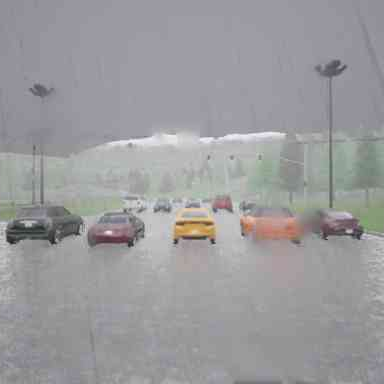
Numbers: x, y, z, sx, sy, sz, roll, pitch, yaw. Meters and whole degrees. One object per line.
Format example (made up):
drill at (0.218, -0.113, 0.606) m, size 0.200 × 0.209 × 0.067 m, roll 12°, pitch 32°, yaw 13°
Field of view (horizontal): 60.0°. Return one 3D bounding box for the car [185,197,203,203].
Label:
car at (0.102, 1.718, 42.078) m, size 1.812 × 1.442 × 4.674 m, roll 0°, pitch 0°, yaw 0°

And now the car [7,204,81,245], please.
car at (-6.893, 1.427, 16.168) m, size 2.097 × 1.767 × 4.553 m, roll 0°, pitch 0°, yaw 0°

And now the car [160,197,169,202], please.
car at (-6.966, 1.895, 86.051) m, size 1.994 × 1.385 × 4.181 m, roll 0°, pitch 0°, yaw 0°

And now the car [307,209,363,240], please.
car at (7.108, 1.605, 17.325) m, size 1.812 × 1.442 × 4.674 m, roll 0°, pitch 0°, yaw 0°

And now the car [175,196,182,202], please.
car at (-3.466, 1.866, 86.050) m, size 1.812 × 1.442 × 4.674 m, roll 0°, pitch 0°, yaw 0°

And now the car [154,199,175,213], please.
car at (-3.387, 1.782, 39.504) m, size 1.895 × 1.301 × 4.718 m, roll 0°, pitch 0°, yaw 0°

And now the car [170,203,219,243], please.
car at (0.107, 1.554, 16.625) m, size 1.882 × 1.535 × 5.008 m, roll 0°, pitch 0°, yaw 0°

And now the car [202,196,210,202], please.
car at (3.534, 1.860, 86.045) m, size 1.812 × 1.442 × 4.674 m, roll 0°, pitch 0°, yaw 0°

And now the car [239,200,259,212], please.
car at (7.115, 1.718, 42.068) m, size 1.812 × 1.442 × 4.674 m, roll 0°, pitch 0°, yaw 0°

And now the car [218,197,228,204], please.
car at (7.030, 1.873, 76.474) m, size 1.812 × 1.442 × 4.674 m, roll 0°, pitch 0°, yaw 0°

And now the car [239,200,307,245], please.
car at (3.608, 1.425, 15.989) m, size 2.097 × 1.767 × 4.553 m, roll 0°, pitch 0°, yaw 0°

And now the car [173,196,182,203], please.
car at (-3.470, 1.901, 76.220) m, size 1.994 × 1.385 × 4.181 m, roll 0°, pitch 0°, yaw 0°

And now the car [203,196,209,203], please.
car at (3.530, 1.870, 75.773) m, size 1.812 × 1.442 × 4.674 m, roll 0°, pitch 0°, yaw 0°

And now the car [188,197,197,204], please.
car at (0.030, 1.889, 76.299) m, size 2.033 × 1.411 × 5.357 m, roll 0°, pitch 0°, yaw 0°

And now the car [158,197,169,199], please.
car at (-6.970, 1.873, 75.927) m, size 2.128 × 1.511 × 4.902 m, roll 0°, pitch 0°, yaw 0°

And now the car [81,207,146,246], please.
car at (-3.394, 1.636, 15.578) m, size 1.994 × 1.385 × 4.181 m, roll 0°, pitch 0°, yaw 0°

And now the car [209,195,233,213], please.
car at (3.613, 1.406, 40.342) m, size 2.150 × 2.045 × 5.566 m, roll 0°, pitch 0°, yaw 0°

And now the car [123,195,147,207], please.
car at (-6.887, 1.406, 40.290) m, size 2.150 × 2.045 × 5.566 m, roll 0°, pitch 0°, yaw 0°
